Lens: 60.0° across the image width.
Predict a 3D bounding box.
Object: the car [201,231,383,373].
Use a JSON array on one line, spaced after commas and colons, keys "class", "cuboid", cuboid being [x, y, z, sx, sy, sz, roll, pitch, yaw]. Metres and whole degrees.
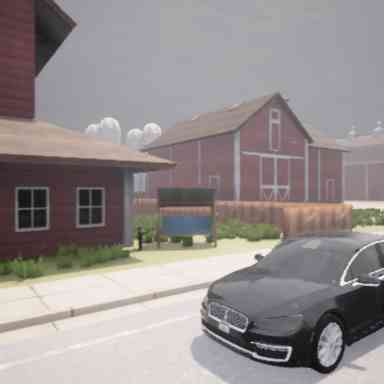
[{"class": "car", "cuboid": [2.379, 1.488, 5.698, 4.892, 1.490, 1.837, 0, 0, -36]}]
